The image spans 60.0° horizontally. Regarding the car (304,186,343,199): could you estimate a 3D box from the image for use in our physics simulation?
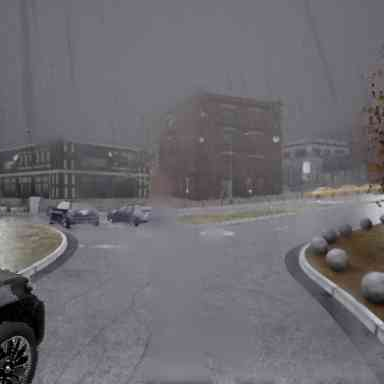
[{"bbox_3d":[17.472,0.045,45.060,5.366,1.575,1.946,-4,2,-30],"label":"car"}]

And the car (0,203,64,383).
[{"bbox_3d":[-2.999,1.219,1.692,2.150,2.045,5.566,0,0,4],"label":"car"}]

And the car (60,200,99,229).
[{"bbox_3d":[-7.926,1.324,21.898,2.097,1.767,4.553,0,0,-40],"label":"car"}]

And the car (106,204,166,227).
[{"bbox_3d":[-3.912,1.519,22.679,2.033,1.411,5.357,0,0,-40],"label":"car"}]

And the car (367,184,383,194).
[{"bbox_3d":[27.016,-0.625,50.585,5.366,1.575,1.946,-4,2,-30],"label":"car"}]

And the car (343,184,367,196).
[{"bbox_3d":[22.246,-0.291,47.818,5.366,1.575,1.946,-4,2,-30],"label":"car"}]
